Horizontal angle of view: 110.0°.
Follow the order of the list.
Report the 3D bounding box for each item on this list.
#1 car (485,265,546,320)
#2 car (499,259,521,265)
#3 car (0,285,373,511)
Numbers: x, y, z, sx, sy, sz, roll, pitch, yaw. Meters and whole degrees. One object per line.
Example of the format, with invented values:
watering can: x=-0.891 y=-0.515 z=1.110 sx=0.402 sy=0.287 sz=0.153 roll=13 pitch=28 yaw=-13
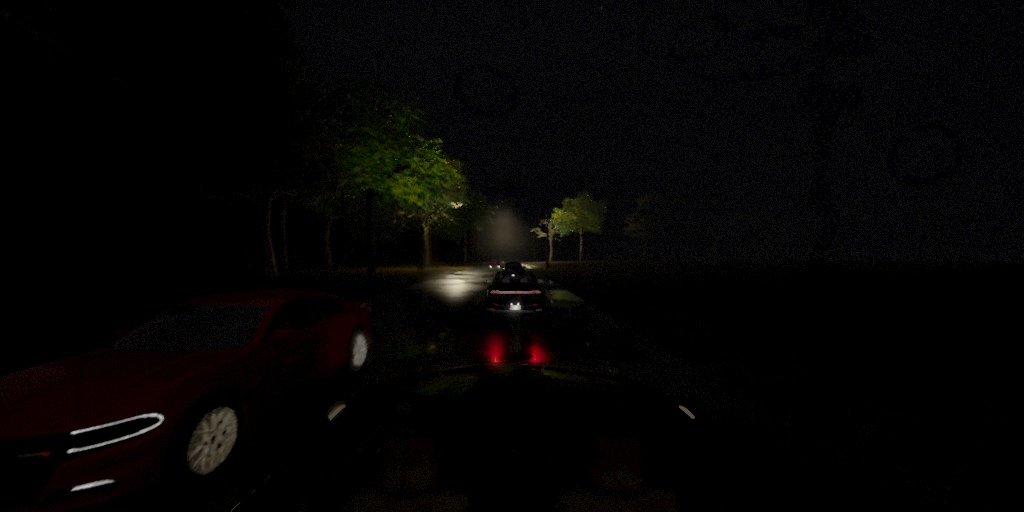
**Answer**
car: x=0.104 y=1.248 z=12.571 sx=2.128 sy=1.511 sz=4.902 roll=0 pitch=0 yaw=0
car: x=0.106 y=1.272 z=30.899 sx=1.837 sy=1.490 sz=4.892 roll=0 pitch=0 yaw=0
car: x=-3.596 y=1.229 z=4.840 sx=1.882 sy=1.535 sz=5.008 roll=0 pitch=0 yaw=0
